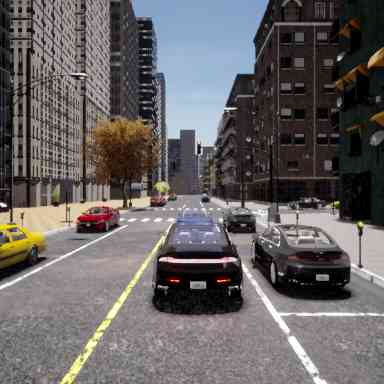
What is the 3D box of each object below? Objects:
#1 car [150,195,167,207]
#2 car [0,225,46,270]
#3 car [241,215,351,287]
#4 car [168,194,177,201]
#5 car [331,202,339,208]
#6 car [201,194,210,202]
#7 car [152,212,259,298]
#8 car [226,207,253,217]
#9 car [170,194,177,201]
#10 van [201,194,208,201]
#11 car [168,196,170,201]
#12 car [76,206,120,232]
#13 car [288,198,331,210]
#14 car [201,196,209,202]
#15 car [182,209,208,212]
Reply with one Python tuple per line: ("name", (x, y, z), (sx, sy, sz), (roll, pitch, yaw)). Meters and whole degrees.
("car", (-5.433, 1.349, 52.611), (2.192, 1.841, 5.009), (0, 0, 0))
("car", (-5.649, 1.526, 8.988), (1.752, 1.417, 4.829), (0, 0, 0))
("car", (2.732, 1.552, 9.116), (2.008, 1.369, 4.403), (0, 0, 0))
("car", (-5.241, 1.410, 91.271), (2.192, 1.841, 5.009), (0, 0, 0))
("car", (19.017, 1.259, 39.562), (4.829, 1.417, 1.752), (-1, 1, 0))
("car", (3.058, 1.630, 74.660), (1.947, 1.339, 4.313), (0, 0, 0))
("car", (0.130, 1.492, 8.518), (2.128, 1.511, 4.902), (0, 0, 0))
("car", (2.786, 1.555, 20.182), (2.008, 1.369, 4.403), (0, 0, 0))
("car", (-5.268, 1.650, 85.749), (1.947, 1.339, 4.313), (0, 0, 0))
("van", (3.113, 1.425, 85.707), (1.690, 1.788, 3.998), (0, 0, 0))
("car", (-5.405, 1.607, 58.134), (1.947, 1.339, 4.313), (0, 0, 0))
("car", (-5.594, 1.549, 20.224), (1.887, 1.381, 4.507), (0, 0, 0))
("car", (13.620, 1.359, 39.534), (4.403, 1.369, 2.008), (-1, 1, 0))
("car", (3.086, 1.599, 80.353), (1.752, 1.417, 4.829), (0, 0, 0))
("car", (0.167, 1.605, 18.636), (1.895, 1.301, 4.718), (0, 0, 1))
